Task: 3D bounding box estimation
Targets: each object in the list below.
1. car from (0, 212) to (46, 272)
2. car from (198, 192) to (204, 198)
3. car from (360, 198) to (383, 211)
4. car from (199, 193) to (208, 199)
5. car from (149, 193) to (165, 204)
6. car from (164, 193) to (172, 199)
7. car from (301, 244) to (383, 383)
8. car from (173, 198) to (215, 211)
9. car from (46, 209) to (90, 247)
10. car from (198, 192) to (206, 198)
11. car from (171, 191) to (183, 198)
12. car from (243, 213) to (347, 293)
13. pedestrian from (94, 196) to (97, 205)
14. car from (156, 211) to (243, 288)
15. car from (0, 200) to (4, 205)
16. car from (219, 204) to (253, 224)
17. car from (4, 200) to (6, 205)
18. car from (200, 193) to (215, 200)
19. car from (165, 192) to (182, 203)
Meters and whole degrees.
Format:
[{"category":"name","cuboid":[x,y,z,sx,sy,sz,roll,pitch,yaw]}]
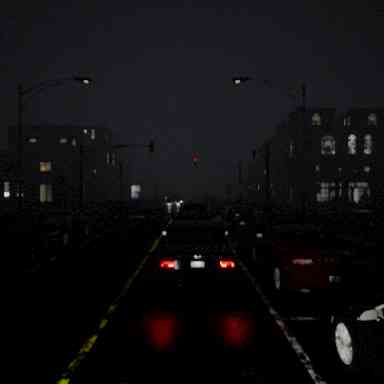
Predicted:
[{"category":"car","cuboid":[-5.690,1.379,8.508,1.967,1.590,4.097,0,0,0]},{"category":"car","cuboid":[2.659,1.134,63.312,1.802,1.307,4.206,0,0,0]},{"category":"car","cuboid":[21.256,1.415,37.369,4.181,1.385,1.994,0,0,1]},{"category":"car","cuboid":[2.649,0.989,79.878,2.008,1.369,4.403,0,0,0]},{"category":"car","cuboid":[-5.715,1.211,52.278,1.802,1.307,4.206,0,0,0]},{"category":"car","cuboid":[-5.731,0.964,79.717,1.752,1.417,4.829,0,0,0]},{"category":"car","cuboid":[2.693,1.530,2.805,2.008,1.369,4.403,0,0,0]},{"category":"car","cuboid":[0.089,1.337,19.643,1.882,1.535,5.008,0,0,0]},{"category":"car","cuboid":[-5.694,1.449,14.201,2.008,1.369,4.403,0,0,0]},{"category":"car","cuboid":[2.644,0.803,90.921,1.967,1.590,4.097,0,0,0]},{"category":"car","cuboid":[-3.041,1.009,73.198,2.128,1.511,4.902,0,0,0]},{"category":"car","cuboid":[2.690,1.483,8.496,1.887,1.381,4.507,0,0,0]},{"category":"pedestrian","cuboid":[-12.576,1.101,43.405,0.375,1.300,0.375,0,0,1]},{"category":"car","cuboid":[0.100,1.481,9.180,2.033,1.411,5.357,0,0,0]},{"category":"car","cuboid":[-23.398,0.868,34.829,5.566,2.045,2.150,0,0,1]},{"category":"car","cuboid":[2.683,1.409,19.880,2.008,1.369,4.403,0,0,0]},{"category":"car","cuboid":[-25.473,1.153,40.655,4.829,1.417,1.752,0,0,1]},{"category":"car","cuboid":[2.665,1.195,52.270,1.947,1.339,4.313,0,0,0]},{"category":"car","cuboid":[-3.103,1.120,57.224,1.812,1.442,4.674,0,0,0]}]
